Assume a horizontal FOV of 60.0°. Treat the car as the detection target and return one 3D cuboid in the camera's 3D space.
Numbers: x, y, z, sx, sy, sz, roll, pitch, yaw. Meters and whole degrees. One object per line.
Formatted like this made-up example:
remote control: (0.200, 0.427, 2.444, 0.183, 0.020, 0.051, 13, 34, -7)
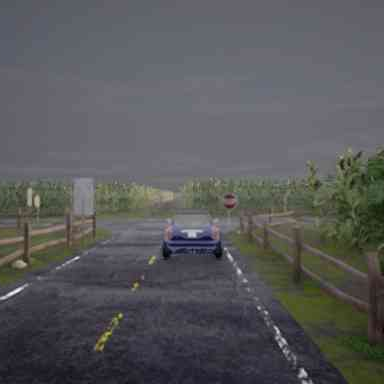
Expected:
car: (0.026, 1.486, 13.337, 2.097, 1.767, 4.553, 0, -1, 1)
